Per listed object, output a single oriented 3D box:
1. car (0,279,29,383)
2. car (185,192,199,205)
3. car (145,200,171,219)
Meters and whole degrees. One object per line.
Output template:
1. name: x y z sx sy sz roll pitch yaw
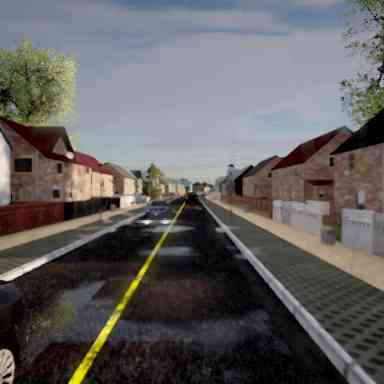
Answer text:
1. car: -2.837 1.485 1.910 2.128 1.511 4.902 0 0 1
2. car: -0.014 1.055 55.318 2.150 2.045 5.566 0 0 0
3. car: -2.775 1.443 28.220 1.812 1.442 4.674 0 0 0
